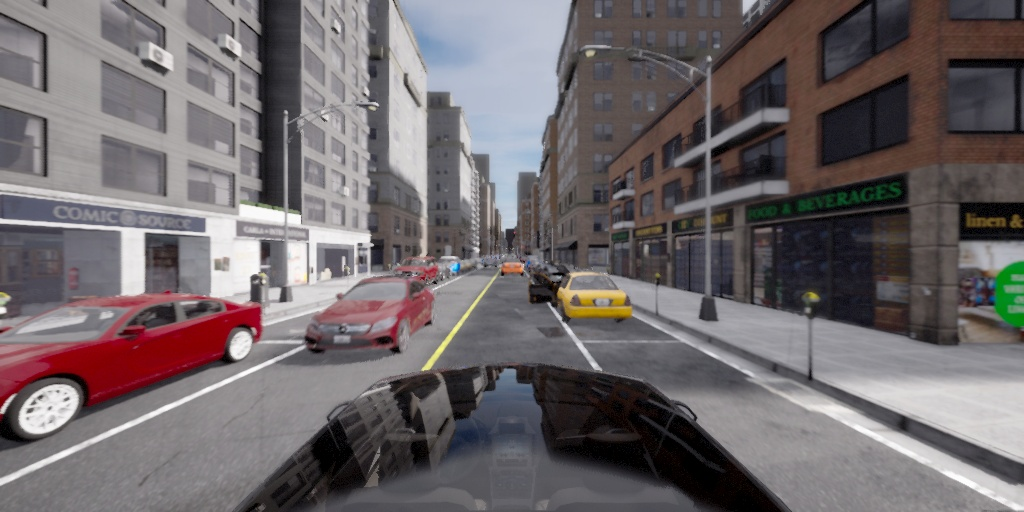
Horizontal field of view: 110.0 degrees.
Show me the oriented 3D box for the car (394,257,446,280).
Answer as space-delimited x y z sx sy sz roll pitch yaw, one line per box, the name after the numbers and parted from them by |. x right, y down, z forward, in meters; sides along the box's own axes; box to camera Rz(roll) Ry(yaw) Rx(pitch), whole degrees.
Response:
-5.862 0.969 22.369 2.192 1.841 5.009 0 0 0 | car

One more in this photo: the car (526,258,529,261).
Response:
2.659 1.153 39.391 1.802 1.307 4.207 0 0 0 | car

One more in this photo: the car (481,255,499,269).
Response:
-3.011 0.946 51.048 2.128 1.511 4.902 0 0 0 | car

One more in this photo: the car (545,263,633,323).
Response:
2.348 1.159 11.872 1.801 1.575 5.366 0 0 0 | car

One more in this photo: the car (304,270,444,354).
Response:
-3.089 1.243 8.829 1.812 1.442 4.674 0 0 0 | car

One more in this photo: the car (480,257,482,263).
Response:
-5.868 1.058 50.711 2.007 1.370 4.403 0 0 0 | car

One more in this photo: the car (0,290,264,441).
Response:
-5.858 1.279 5.364 1.888 1.381 4.507 0 0 0 | car

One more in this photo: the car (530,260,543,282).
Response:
2.662 1.193 28.052 1.948 1.339 4.313 0 0 0 | car

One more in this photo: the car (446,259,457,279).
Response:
-5.863 1.178 28.037 2.007 1.370 4.403 0 0 0 | car

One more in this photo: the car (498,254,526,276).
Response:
0.035 0.948 34.608 2.097 1.767 4.553 0 0 1 | car

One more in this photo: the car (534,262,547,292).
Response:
2.664 1.219 22.383 1.948 1.339 4.313 0 0 0 | car

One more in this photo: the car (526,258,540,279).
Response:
2.661 1.151 33.721 2.007 1.370 4.403 0 0 0 | car

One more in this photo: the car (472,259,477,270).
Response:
-5.867 1.066 44.874 1.751 1.417 4.829 0 0 0 | car

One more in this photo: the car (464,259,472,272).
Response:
-5.866 1.097 39.204 1.751 1.417 4.829 0 0 0 | car

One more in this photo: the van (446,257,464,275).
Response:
-5.865 0.942 33.705 1.690 1.789 3.998 0 0 0 | van

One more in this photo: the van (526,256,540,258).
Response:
2.658 0.881 45.062 1.690 1.789 3.998 0 0 0 | van
